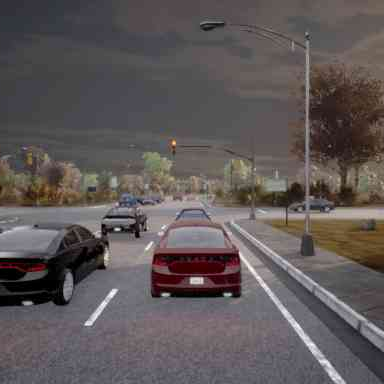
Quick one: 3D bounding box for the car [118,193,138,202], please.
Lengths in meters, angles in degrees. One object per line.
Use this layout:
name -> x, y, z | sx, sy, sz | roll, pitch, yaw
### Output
car -> -10.681, 1.221, 55.821 | 2.150, 2.045, 5.566 | 0, 0, 2

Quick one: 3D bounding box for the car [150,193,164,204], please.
car -> -7.192, 1.221, 64.515 | 2.150, 2.045, 5.566 | 0, 0, 1

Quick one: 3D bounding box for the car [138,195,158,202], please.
car -> -7.219, 1.564, 55.402 | 1.994, 1.385, 4.181 | 0, 0, -1

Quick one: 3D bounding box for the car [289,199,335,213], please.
car -> 13.295, 1.505, 36.965 | 4.892, 1.490, 1.837 | 0, 0, 3

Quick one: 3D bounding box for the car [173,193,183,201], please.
car -> -3.697, 1.217, 85.409 | 2.150, 2.045, 5.566 | 0, 0, 0

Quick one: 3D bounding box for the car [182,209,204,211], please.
car -> 0.062, 1.564, 17.569 | 1.994, 1.385, 4.181 | 0, 0, 0

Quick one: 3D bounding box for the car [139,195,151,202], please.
car -> -10.679, 1.500, 75.869 | 1.837, 1.490, 4.892 | 0, 0, 0

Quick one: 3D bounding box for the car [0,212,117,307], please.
car -> -3.416, 1.478, 8.106 | 1.882, 1.535, 5.008 | 0, 0, 0

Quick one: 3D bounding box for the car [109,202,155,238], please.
car -> -3.432, 1.491, 17.592 | 2.128, 1.511, 4.902 | 0, 0, -1

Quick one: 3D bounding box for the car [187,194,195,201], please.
car -> -0.198, 1.348, 85.774 | 2.097, 1.767, 4.553 | 0, 0, 0

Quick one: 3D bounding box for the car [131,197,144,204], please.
car -> -10.681, 1.601, 65.588 | 1.895, 1.301, 4.718 | 0, 0, 0

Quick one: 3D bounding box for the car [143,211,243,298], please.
car -> 0.082, 1.478, 8.580 | 1.882, 1.535, 5.008 | 0, 0, 0
